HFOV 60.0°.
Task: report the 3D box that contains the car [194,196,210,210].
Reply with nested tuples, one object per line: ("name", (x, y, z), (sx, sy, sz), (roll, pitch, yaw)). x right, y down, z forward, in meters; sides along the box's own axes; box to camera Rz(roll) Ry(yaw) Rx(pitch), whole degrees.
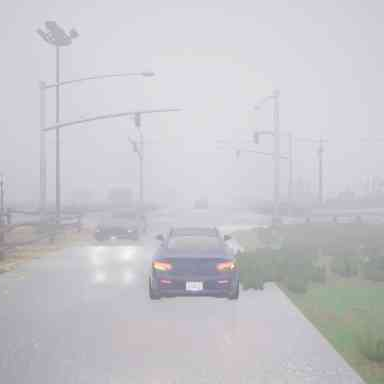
("car", (1.247, 1.512, 42.932), (2.033, 1.411, 5.357), (0, 0, 3))

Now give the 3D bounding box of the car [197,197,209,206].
("car", (1.888, 1.513, 56.480), (2.033, 1.411, 5.357), (0, 0, 3))

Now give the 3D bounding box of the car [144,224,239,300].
("car", (0.044, 1.526, 8.271), (1.812, 1.442, 4.674), (0, 0, 0))

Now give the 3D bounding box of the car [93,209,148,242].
("car", (-3.338, 1.548, 16.613), (2.033, 1.411, 5.357), (0, 0, -1))

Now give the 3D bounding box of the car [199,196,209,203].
("car", (2.707, 1.501, 72.314), (2.033, 1.411, 5.357), (0, 0, 3))
